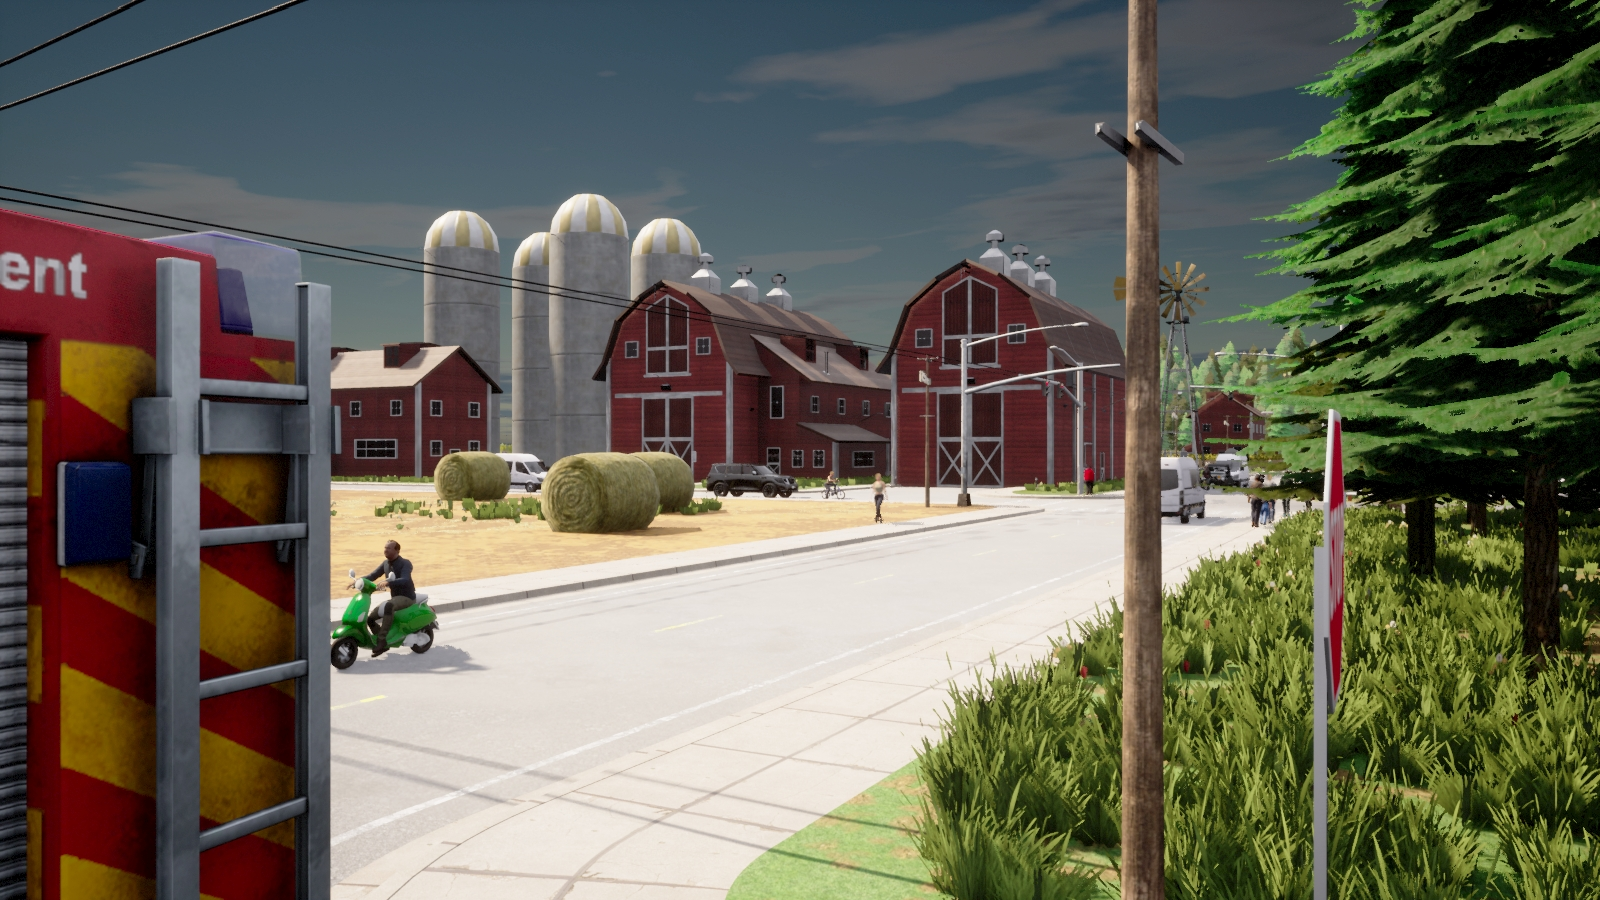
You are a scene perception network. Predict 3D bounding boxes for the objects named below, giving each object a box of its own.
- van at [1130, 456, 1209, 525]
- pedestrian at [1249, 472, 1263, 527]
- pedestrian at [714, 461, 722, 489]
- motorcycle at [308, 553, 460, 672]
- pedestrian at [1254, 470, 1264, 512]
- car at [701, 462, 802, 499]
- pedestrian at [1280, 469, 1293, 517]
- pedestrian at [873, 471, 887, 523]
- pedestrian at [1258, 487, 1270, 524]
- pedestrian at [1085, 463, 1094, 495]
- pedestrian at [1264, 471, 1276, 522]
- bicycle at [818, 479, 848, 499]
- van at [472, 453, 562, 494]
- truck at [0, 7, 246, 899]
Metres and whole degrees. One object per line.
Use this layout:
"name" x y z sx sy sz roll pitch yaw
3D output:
"van" 15.022 1.534 46.236 1.988 2.561 5.915 0 0 28
"pedestrian" 15.559 1.695 38.991 0.375 1.860 0.375 0 0 29
"pedestrian" -5.544 1.671 77.436 0.375 1.860 0.375 0 0 36
"motorcycle" -5.564 2.142 15.393 0.856 1.316 1.805 0 0 28
"pedestrian" 20.670 1.840 51.450 0.375 1.860 0.375 0 0 20
"car" -2.848 1.753 67.108 5.566 2.045 2.150 0 0 27
"pedestrian" 19.242 1.694 45.167 0.375 1.860 0.375 0 0 39
"pedestrian" 2.886 1.694 41.242 0.375 1.860 0.375 0 0 25
"pedestrian" 16.495 1.976 40.609 0.375 1.300 0.375 0 0 30
"pedestrian" 16.769 1.675 66.216 0.375 1.860 0.375 0 0 32
"pedestrian" 17.212 1.694 41.833 0.375 1.860 0.375 0 0 30
"bicycle" 1.881 2.220 64.671 1.487 1.080 0.859 0 0 27
"van" -18.653 1.495 75.246 5.915 2.561 1.988 0 1 27
"truck" -6.107 0.866 3.609 8.468 3.827 2.891 0 0 22
